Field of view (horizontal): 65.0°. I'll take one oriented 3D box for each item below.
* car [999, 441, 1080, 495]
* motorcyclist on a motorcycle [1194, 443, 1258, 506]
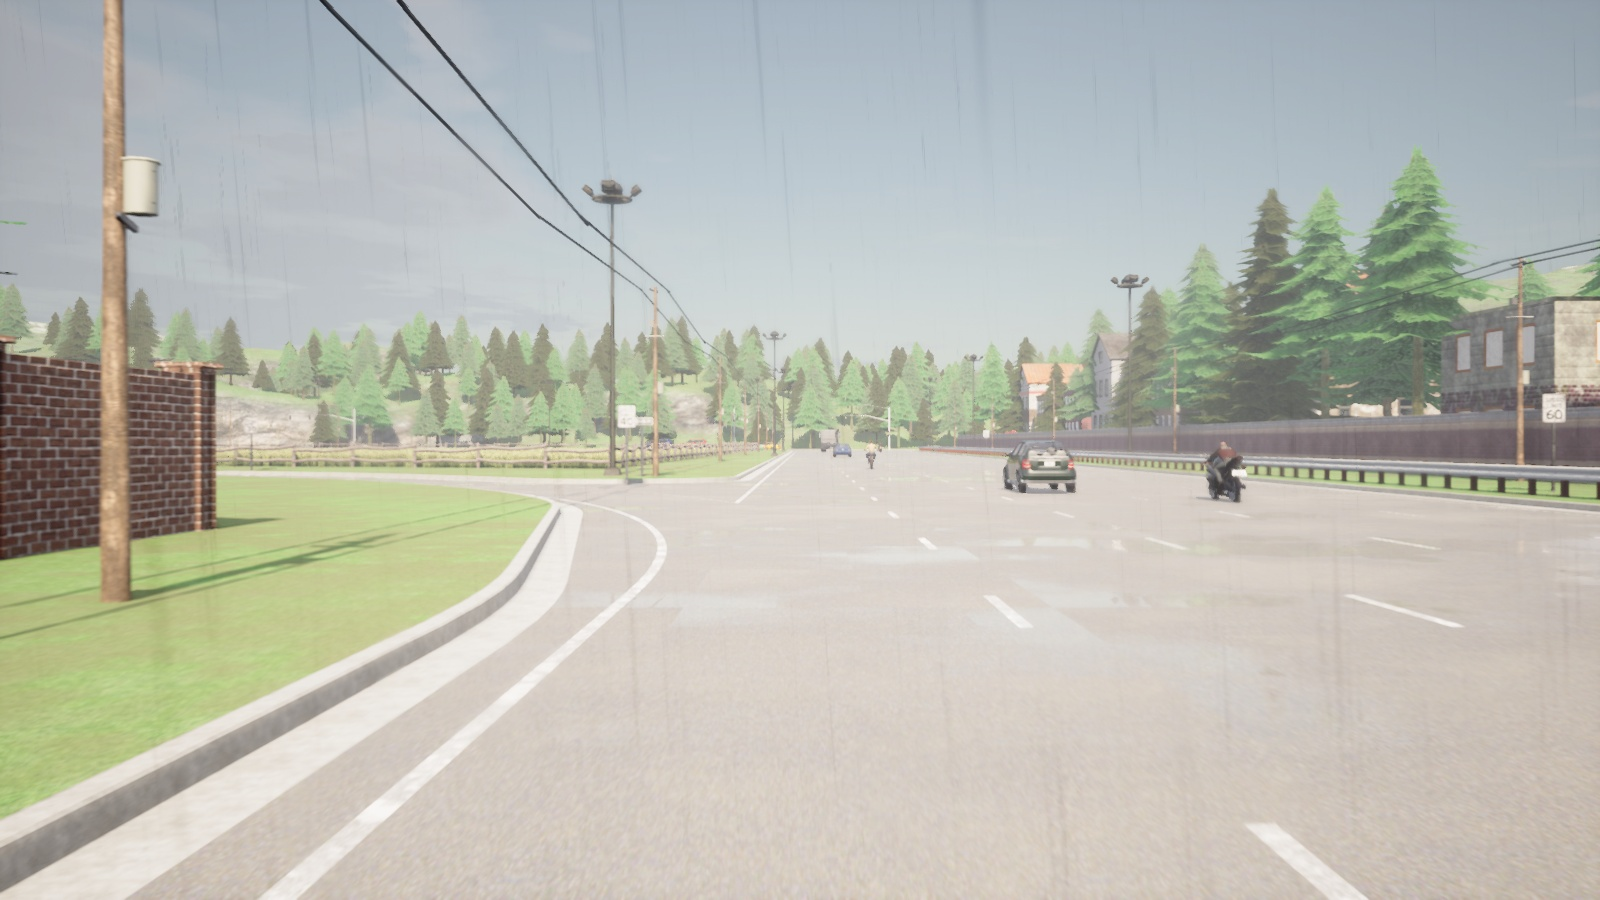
[{"bbox_3d":[7.232,0.507,38.240,1.789,1.549,3.705,0,1,0],"label":"car"},{"bbox_3d":[10.695,0.602,31.627,0.866,1.530,2.191,0,0,0],"label":"motorcyclist on a motorcycle"}]
